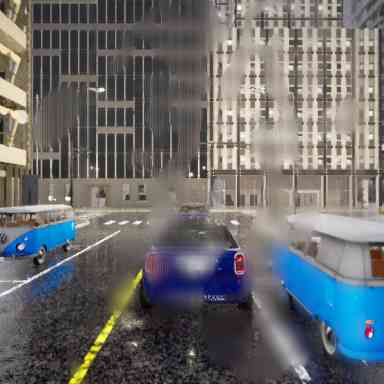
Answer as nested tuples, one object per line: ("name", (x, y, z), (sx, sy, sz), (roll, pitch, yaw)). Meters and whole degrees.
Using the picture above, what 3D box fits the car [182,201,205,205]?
("car", (0.085, 1.359, 18.057), (2.097, 1.767, 4.553), (0, 0, 0))

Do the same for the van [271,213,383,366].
("van", (2.558, 1.343, 5.658), (1.690, 1.788, 3.998), (0, 0, 0))

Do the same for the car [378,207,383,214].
("car", (18.980, 1.490, 29.080), (4.829, 1.417, 1.752), (0, 0, 0))

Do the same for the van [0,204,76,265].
("van", (-5.335, 1.345, 11.325), (1.690, 1.788, 3.998), (0, 0, 0))

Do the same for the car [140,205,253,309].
("car", (0.083, 1.354, 8.031), (2.097, 1.767, 4.553), (0, 0, 0))
